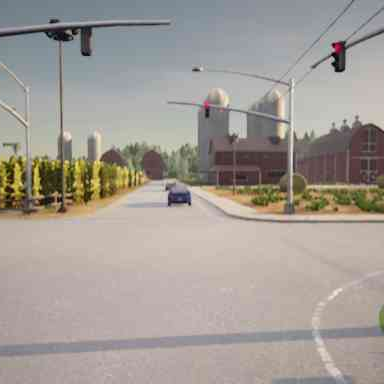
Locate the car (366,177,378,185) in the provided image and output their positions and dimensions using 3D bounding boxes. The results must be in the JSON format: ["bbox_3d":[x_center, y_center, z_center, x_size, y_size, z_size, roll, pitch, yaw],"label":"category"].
[{"bbox_3d":[42.369,-2.470,77.930,1.905,1.878,3.866,10,10,41],"label":"car"}]

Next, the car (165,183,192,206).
[{"bbox_3d":[-1.112,0.295,28.013,1.882,1.535,5.008,0,3,-5],"label":"car"}]

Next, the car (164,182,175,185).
[{"bbox_3d":[-3.341,-0.909,53.242,2.128,1.511,4.902,0,3,-5],"label":"car"}]
